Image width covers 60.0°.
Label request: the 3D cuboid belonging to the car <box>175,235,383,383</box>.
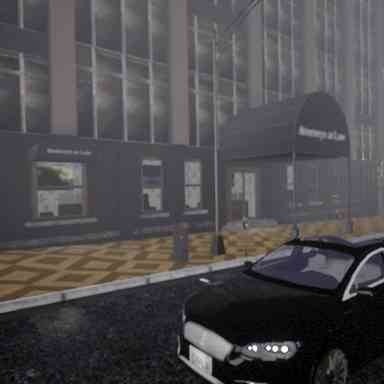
[{"bbox_3d":[2.033,1.466,4.949,4.902,1.511,2.128,0,0,-37],"label":"car"}]
